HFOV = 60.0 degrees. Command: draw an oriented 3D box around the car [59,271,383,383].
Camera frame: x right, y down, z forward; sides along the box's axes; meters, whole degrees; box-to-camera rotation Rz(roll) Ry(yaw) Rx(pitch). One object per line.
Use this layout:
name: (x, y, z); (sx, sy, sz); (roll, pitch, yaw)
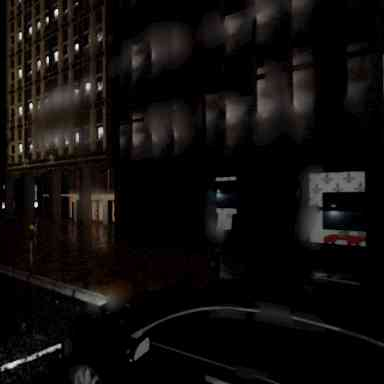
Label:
car: (0.750, 1.507, 2.918); (4.892, 1.490, 1.837); (0, 0, 38)
